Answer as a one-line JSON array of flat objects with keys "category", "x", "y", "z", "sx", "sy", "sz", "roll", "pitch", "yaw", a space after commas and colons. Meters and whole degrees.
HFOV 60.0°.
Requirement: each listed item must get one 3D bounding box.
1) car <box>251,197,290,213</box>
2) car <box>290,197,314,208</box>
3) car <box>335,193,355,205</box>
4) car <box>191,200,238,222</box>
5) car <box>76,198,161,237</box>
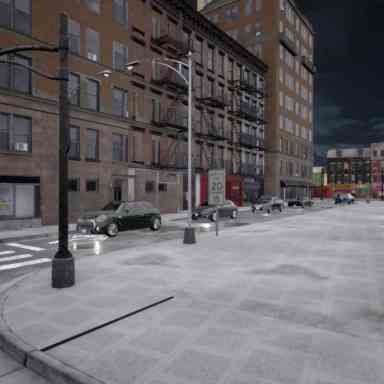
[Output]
[{"category": "car", "x": 7.525, "y": 1.223, "z": 32.869, "sx": 2.128, "sy": 1.511, "sz": 4.902, "roll": 0, "pitch": 1, "yaw": 36}, {"category": "car", "x": 13.396, "y": 1.268, "z": 40.970, "sx": 1.895, "sy": 1.301, "sz": 4.718, "roll": 0, "pitch": 1, "yaw": 36}, {"category": "car", "x": 22.840, "y": 0.954, "z": 49.563, "sx": 2.097, "sy": 1.767, "sz": 4.553, "roll": 0, "pitch": 1, "yaw": 36}, {"category": "car", "x": 1.706, "y": 1.304, "z": 24.781, "sx": 1.837, "sy": 1.490, "sz": 4.892, "roll": 0, "pitch": 1, "yaw": 36}, {"category": "car", "x": -3.699, "y": 1.218, "z": 17.308, "sx": 2.097, "sy": 1.767, "sz": 4.553, "roll": 0, "pitch": 1, "yaw": 37}]
